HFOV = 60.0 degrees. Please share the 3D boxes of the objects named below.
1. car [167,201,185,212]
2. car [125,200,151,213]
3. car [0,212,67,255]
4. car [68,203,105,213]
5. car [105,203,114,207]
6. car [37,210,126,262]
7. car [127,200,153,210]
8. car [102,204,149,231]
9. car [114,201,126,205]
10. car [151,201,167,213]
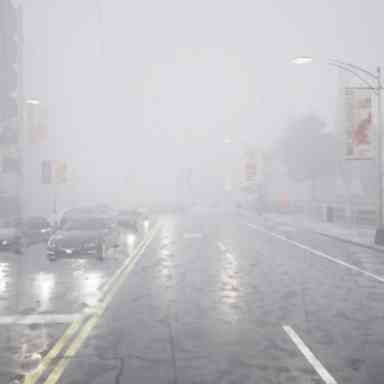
[{"bbox_3d":[-2.828,2.006,47.234,2.128,1.511,4.902,0,-1,-31],"label":"car"},{"bbox_3d":[-5.448,1.867,33.173,1.882,1.535,5.008,0,-1,-11],"label":"car"},{"bbox_3d":[-7.569,1.761,14.636,2.033,1.411,5.357,0,-1,-2],"label":"car"},{"bbox_3d":[-7.997,1.794,24.197,1.882,1.535,5.008,0,-1,-4],"label":"car"},{"bbox_3d":[-9.332,1.937,34.359,1.837,1.490,4.892,0,-1,-15],"label":"car"},{"bbox_3d":[-4.026,1.674,13.030,1.837,1.490,4.892,0,-1,-2],"label":"car"},{"bbox_3d":[-8.757,2.154,55.685,4.892,1.490,1.837,-1,-1,45],"label":"car"},{"bbox_3d":[-4.392,1.820,22.768,2.033,1.411,5.357,0,-1,-2],"label":"car"},{"bbox_3d":[-11.407,2.124,53.399,5.008,1.535,1.882,-1,-1,45],"label":"car"},{"bbox_3d":[-5.555,1.990,44.942,1.882,1.535,5.008,0,-1,-27],"label":"car"}]
